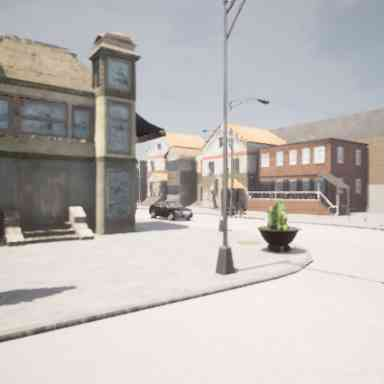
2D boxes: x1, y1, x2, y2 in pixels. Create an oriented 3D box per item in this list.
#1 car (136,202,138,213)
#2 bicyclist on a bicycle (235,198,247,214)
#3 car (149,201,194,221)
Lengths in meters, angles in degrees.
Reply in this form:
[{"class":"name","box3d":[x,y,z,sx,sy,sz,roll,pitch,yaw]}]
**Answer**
[{"class":"car","box3d":[-7.810,1.253,35.890,2.150,2.045,5.566,0,0,-35]},{"class":"bicyclist on a bicycle","box3d":[4.783,1.398,32.692,1.656,1.620,0.582,0,0,-36]},{"class":"car","box3d":[-1.784,1.523,27.436,2.128,1.511,4.902,0,0,-36]}]
